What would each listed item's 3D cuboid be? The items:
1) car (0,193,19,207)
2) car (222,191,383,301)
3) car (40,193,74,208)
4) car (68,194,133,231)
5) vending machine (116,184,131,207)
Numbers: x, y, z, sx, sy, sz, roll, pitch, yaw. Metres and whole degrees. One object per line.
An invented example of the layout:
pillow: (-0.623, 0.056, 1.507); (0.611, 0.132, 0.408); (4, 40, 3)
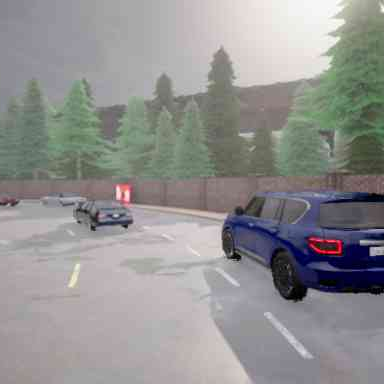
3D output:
car: (-17.800, 0.740, 30.004); (4.718, 1.301, 1.895); (1, 2, 30)
car: (2.440, 0.969, 7.990); (2.150, 2.045, 5.566); (0, 2, -12)
car: (-11.764, 0.719, 30.145); (4.718, 1.301, 1.895); (1, 2, 38)
car: (-4.663, 1.042, 17.039); (2.033, 1.411, 5.357); (-1, 2, -30)
vending machine: (-6.358, 0.276, 30.932); (0.880, 2.100, 1.100); (1, 2, 42)
